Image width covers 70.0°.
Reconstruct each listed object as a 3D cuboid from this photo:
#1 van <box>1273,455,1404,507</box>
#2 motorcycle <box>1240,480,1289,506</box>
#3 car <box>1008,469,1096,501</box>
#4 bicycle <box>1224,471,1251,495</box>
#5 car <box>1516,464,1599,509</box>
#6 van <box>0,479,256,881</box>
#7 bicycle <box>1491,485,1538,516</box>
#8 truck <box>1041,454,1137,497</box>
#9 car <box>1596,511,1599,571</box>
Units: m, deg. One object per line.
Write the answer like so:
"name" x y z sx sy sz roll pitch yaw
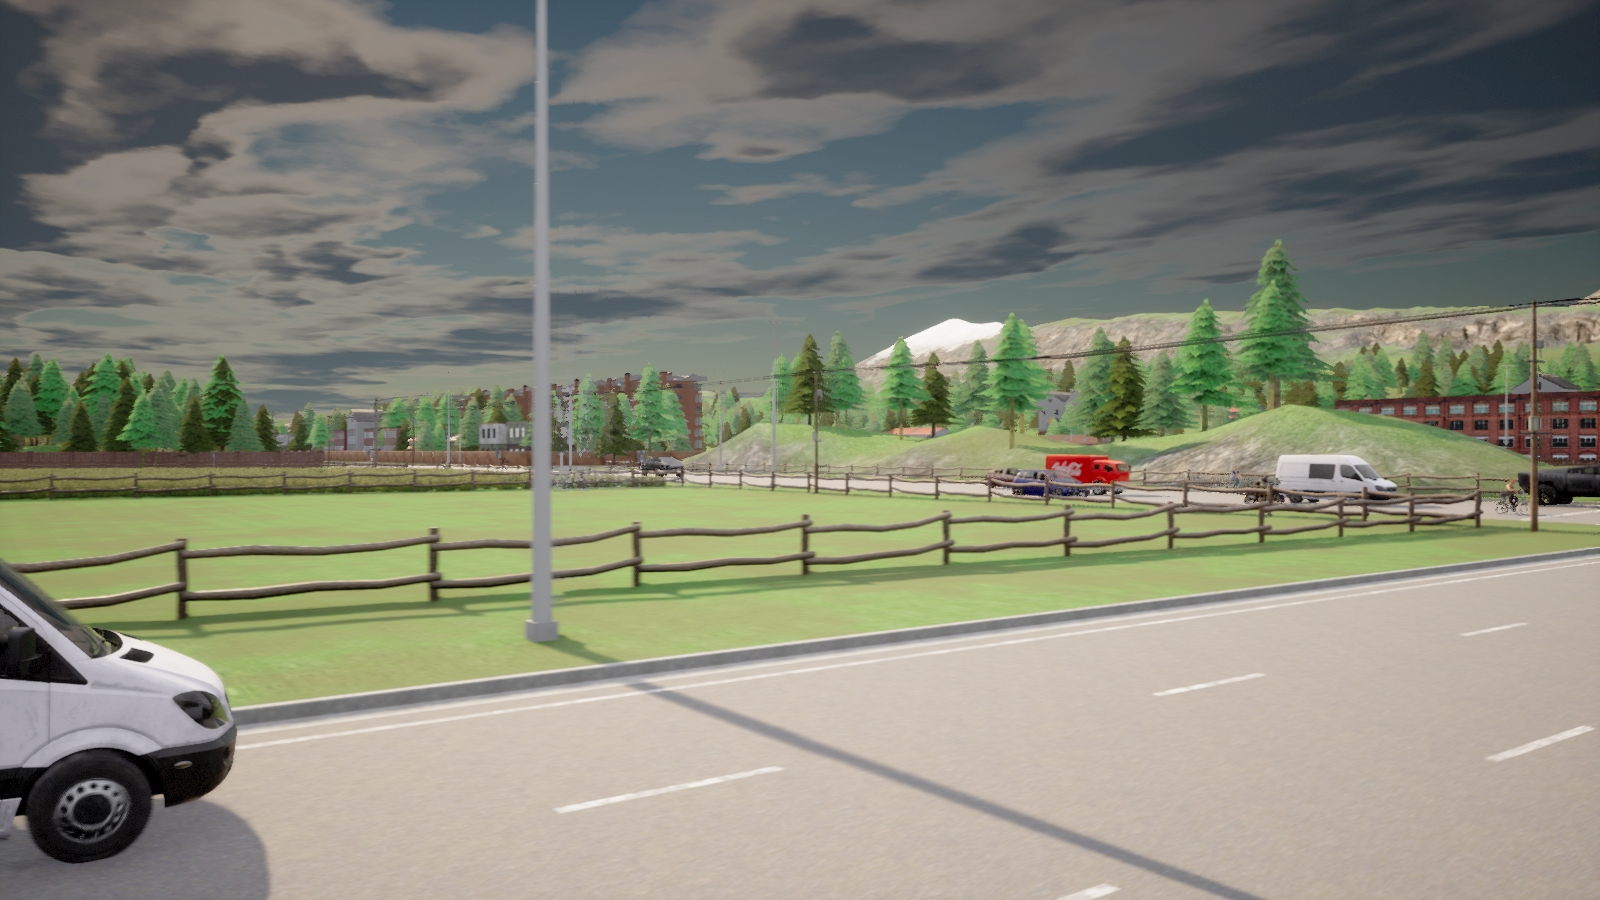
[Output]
"van" 27.756 1.536 59.095 1.988 2.561 5.915 0 0 -36
"motorcycle" 23.806 2.207 58.595 0.867 1.251 2.209 0 0 -36
"car" 14.413 1.969 65.617 2.242 1.667 4.611 0 0 -36
"bicycle" 27.404 2.058 71.551 0.373 1.496 1.643 0 0 -36
"car" 38.885 1.755 55.723 2.390 2.098 6.274 0 0 -36
"van" -6.959 1.535 7.453 5.915 2.561 1.988 0 0 -35
"bicycle" 30.716 2.159 49.113 0.859 1.276 1.487 0 0 -36
"truck" 18.096 1.552 71.751 2.627 2.467 5.204 0 1 -41
"car" 20.841 2.119 27.074 4.181 1.385 1.994 0 0 -36
